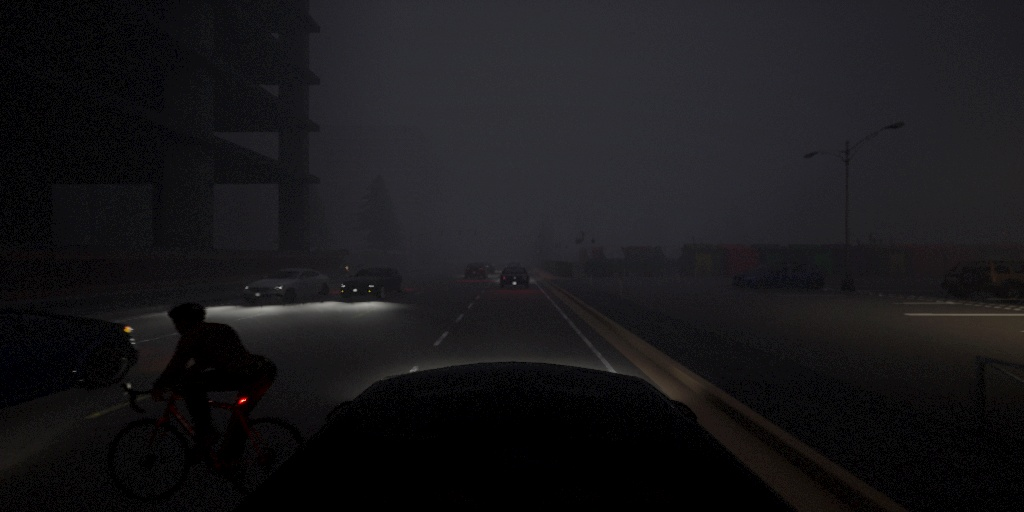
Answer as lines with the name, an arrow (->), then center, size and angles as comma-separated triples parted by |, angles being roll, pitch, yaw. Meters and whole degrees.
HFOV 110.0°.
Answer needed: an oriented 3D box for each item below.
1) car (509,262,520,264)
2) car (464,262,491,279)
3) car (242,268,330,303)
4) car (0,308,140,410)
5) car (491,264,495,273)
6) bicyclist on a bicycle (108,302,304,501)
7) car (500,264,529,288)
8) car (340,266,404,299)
car -> 0.243, 1.426, 41.836 | 2.033, 1.411, 5.357 | 0, 0, 0
car -> -3.290, 1.329, 33.638 | 1.882, 1.535, 5.008 | 0, 0, 0
car -> -10.538, 1.323, 17.217 | 1.812, 1.442, 4.674 | 0, 0, 1
car -> -7.093, 1.321, 4.084 | 1.994, 1.385, 4.181 | 0, 0, 0
car -> -3.245, 1.452, 45.095 | 1.994, 1.385, 4.181 | 0, 0, 0
bicyclist on a bicycle -> -2.494, 1.206, 2.937 | 1.656, 1.620, 0.582 | -1, 0, 0
car -> 0.180, 1.425, 24.811 | 1.895, 1.301, 4.718 | 0, 0, 0
car -> -7.031, 1.308, 18.536 | 1.837, 1.490, 4.892 | 0, 0, 0
